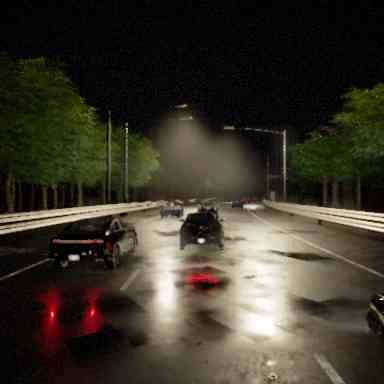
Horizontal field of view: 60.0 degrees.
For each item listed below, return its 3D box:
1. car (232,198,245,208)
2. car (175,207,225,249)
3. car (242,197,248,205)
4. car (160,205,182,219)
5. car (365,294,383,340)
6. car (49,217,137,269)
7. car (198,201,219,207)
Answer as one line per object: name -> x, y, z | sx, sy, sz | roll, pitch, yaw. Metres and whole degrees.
car -> 8.487, 2.259, 62.140 | 1.994, 1.385, 4.181 | 0, -1, 9
car -> 0.456, 1.680, 15.446 | 1.837, 1.490, 4.892 | 0, -1, 2
car -> 12.012, 2.453, 81.388 | 1.994, 1.385, 4.181 | 0, -1, 12
car -> -1.925, 1.975, 33.605 | 1.895, 1.301, 4.718 | 0, -1, 5
car -> 3.521, 1.582, 2.584 | 2.033, 1.411, 5.357 | 0, -1, 1
car -> -3.182, 1.619, 11.589 | 2.128, 1.511, 4.902 | 0, -1, 2
car -> 1.722, 1.747, 35.012 | 2.097, 1.767, 4.553 | 0, -1, 5
